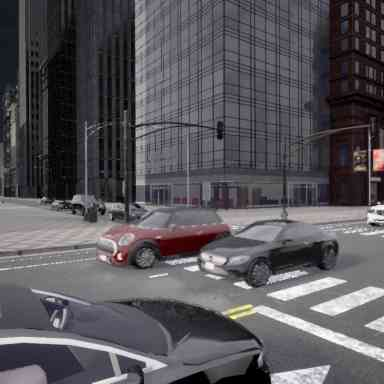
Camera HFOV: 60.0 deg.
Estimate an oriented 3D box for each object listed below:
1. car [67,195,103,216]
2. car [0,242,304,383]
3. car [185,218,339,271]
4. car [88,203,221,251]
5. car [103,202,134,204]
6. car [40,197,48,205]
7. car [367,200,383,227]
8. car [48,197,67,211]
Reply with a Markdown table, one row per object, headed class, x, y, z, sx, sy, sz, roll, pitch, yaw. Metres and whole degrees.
| class | x | y | z | sx | sy | sz | roll | pitch | yaw |
| --- | --- | --- | --- | --- | --- | --- | --- | --- | --- |
| car | -10.724 | 1.294 | 34.139 | 2.150 | 2.045 | 5.566 | 0 | 0 | -36 |
| car | -1.485 | 1.491 | 2.379 | 4.902 | 1.511 | 2.128 | 0 | 0 | -36 |
| car | 2.317 | 1.525 | 9.377 | 4.674 | 1.442 | 1.812 | 0 | 0 | -36 |
| car | -0.794 | 1.352 | 11.140 | 4.553 | 1.767 | 2.097 | 0 | 0 | -36 |
| car | -4.976 | 1.555 | 26.035 | 1.837 | 1.490 | 4.892 | 0 | 0 | -35 |
| car | -27.602 | 1.653 | 63.486 | 1.837 | 1.490 | 4.892 | 0 | 0 | -35 |
| car | 13.652 | 1.227 | 21.564 | 5.566 | 2.045 | 2.150 | 0 | 0 | -36 |
| car | -16.523 | 1.660 | 42.338 | 1.994 | 1.385 | 4.181 | 0 | 0 | -36 |
